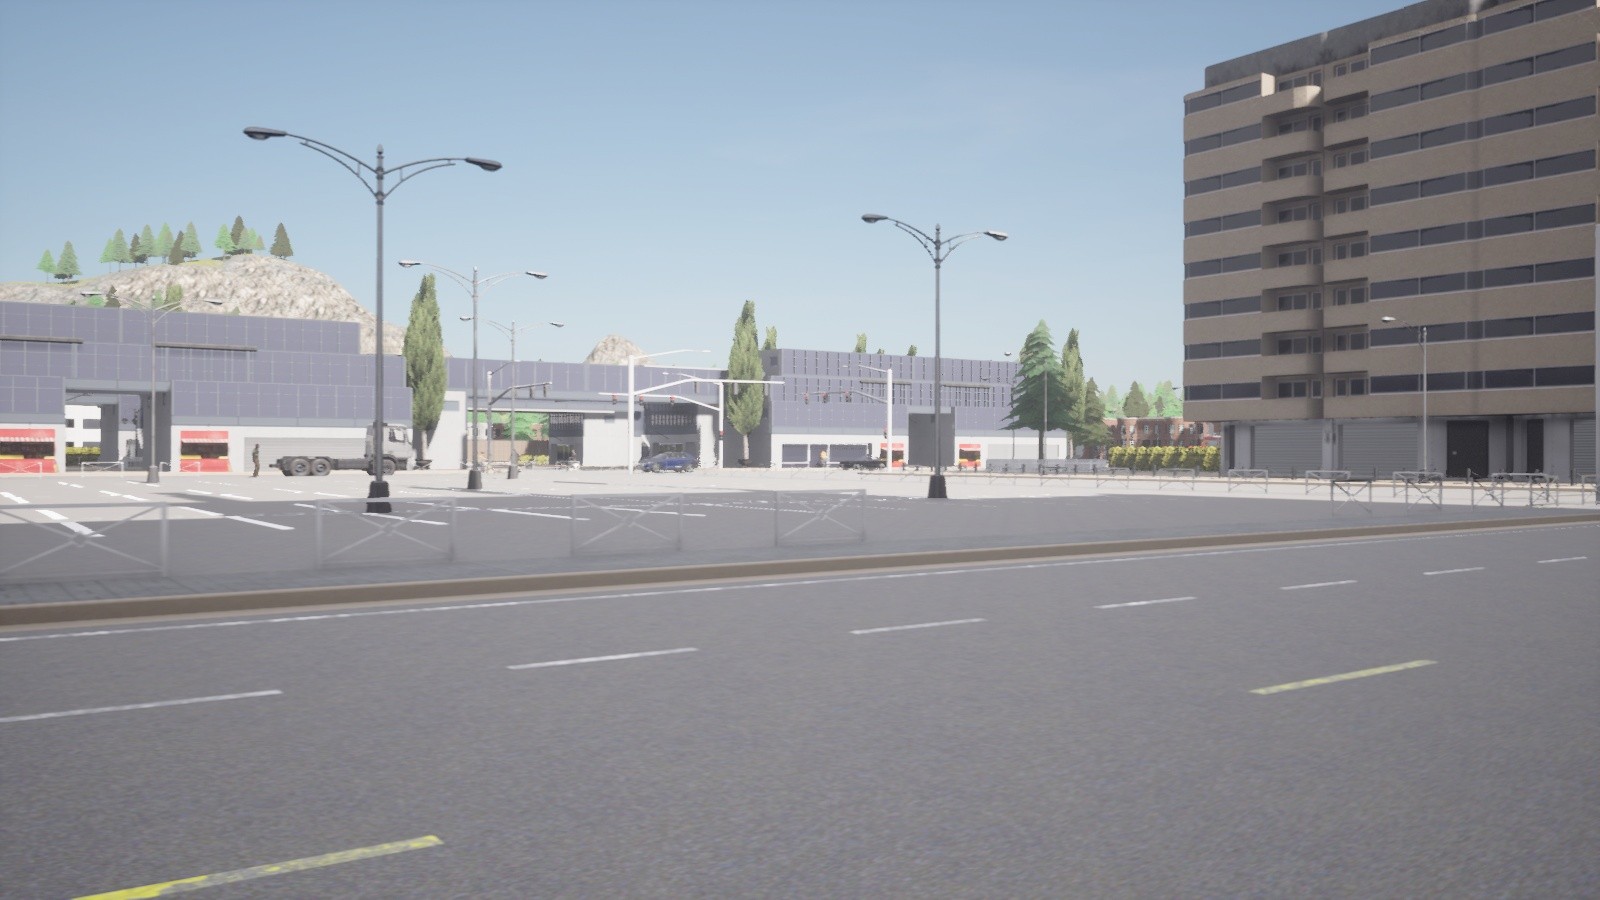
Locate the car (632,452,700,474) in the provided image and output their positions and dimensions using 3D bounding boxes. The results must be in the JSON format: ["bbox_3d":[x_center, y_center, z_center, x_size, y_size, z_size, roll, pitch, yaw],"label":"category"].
[{"bbox_3d":[-10.394,0.997,97.381,4.856,1.649,2.033,0,0,-36],"label":"car"}]

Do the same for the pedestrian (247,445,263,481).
[{"bbox_3d":[-29.513,0.692,68.002,0.692,1.930,0.395,0,0,-1],"label":"pedestrian"}]

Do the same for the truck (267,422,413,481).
[{"bbox_3d":[-28.029,0.071,76.688,7.936,3.462,2.891,0,0,-33],"label":"truck"}]
